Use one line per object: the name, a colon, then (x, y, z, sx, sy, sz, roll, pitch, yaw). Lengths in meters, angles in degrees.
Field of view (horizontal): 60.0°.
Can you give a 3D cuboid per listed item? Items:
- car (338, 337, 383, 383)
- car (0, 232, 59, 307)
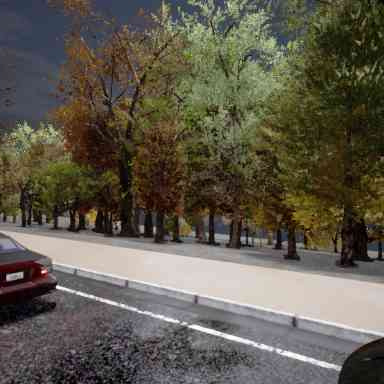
car: (3.266, 1.478, 1.339, 5.008, 1.535, 1.882, 0, 0, 36)
car: (-5.163, 1.546, 7.397, 5.357, 1.411, 2.033, 0, 0, 36)
